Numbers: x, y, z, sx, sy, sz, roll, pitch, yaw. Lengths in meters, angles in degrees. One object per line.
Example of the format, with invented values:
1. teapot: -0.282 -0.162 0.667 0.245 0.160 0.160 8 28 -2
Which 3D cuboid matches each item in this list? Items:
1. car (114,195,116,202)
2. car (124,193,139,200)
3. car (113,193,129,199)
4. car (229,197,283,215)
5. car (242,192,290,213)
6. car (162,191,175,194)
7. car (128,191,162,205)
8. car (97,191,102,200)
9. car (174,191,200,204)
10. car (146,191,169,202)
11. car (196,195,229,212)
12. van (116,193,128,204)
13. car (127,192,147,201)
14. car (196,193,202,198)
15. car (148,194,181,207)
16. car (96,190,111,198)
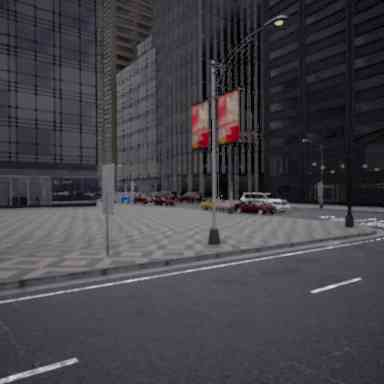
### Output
1. car: -13.695 1.154 59.225 2.008 1.369 4.403 0 1 -36
2. car: -13.361 0.987 73.333 1.802 1.307 4.206 0 1 -36
3. car: -16.652 0.893 77.893 1.887 1.381 4.507 0 1 -36
4. car: 6.053 1.448 31.857 1.887 1.381 4.507 0 1 -36
5. car: 7.449 1.085 34.616 2.150 2.045 5.566 -1 1 -36
6. car: -4.622 0.837 56.714 2.150 2.045 5.566 -1 1 -38
7. car: -7.111 1.025 50.101 2.192 1.841 5.009 0 1 -36
8. car: -20.276 0.931 68.347 1.967 1.590 4.097 0 1 -36
9. car: -0.196 0.940 55.087 2.192 1.841 5.009 0 1 -36
10. car: -6.778 0.833 64.209 2.192 1.841 5.009 0 1 -36
11. car: 2.861 1.384 36.280 1.752 1.417 4.829 0 1 -36
12. van: -10.403 0.998 54.662 1.690 1.788 3.998 0 1 -36
13. car: -10.781 0.866 65.182 2.097 1.767 4.553 -1 1 -36
14. car: 3.094 1.241 50.527 1.947 1.339 4.313 0 1 -36
15. car: -3.821 1.305 45.541 1.887 1.381 4.507 0 1 -36
16. car: -23.233 0.547 87.013 2.192 1.841 5.009 0 1 -36
